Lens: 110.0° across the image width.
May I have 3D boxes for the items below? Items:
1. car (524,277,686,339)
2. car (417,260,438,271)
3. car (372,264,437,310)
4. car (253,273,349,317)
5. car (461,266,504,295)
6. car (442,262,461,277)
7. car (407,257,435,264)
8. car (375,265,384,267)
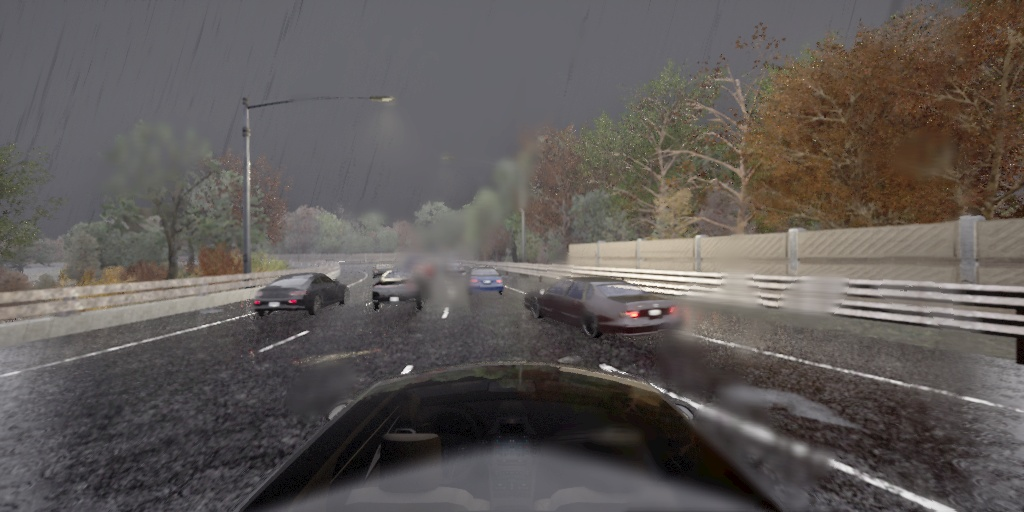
[{"bbox_3d":[2.176,1.288,10.128,2.033,1.411,5.357,-1,0,-22],"label":"car"},{"bbox_3d":[-12.377,1.408,52.425,1.837,1.490,4.892,0,0,-27],"label":"car"},{"bbox_3d":[-4.458,1.298,15.071,2.128,1.511,4.902,-1,0,-7],"label":"car"},{"bbox_3d":[-7.777,1.362,13.603,1.812,1.442,4.674,0,0,-7],"label":"car"},{"bbox_3d":[-1.627,1.330,20.151,2.033,1.411,5.357,-1,0,-9],"label":"car"},{"bbox_3d":[-6.200,1.384,37.845,2.033,1.411,5.357,-1,0,-19],"label":"car"},{"bbox_3d":[-8.296,1.205,33.034,2.097,1.767,4.553,-1,0,-16],"label":"car"},{"bbox_3d":[-12.600,1.495,35.202,1.895,1.301,4.718,-1,0,-18],"label":"car"}]
